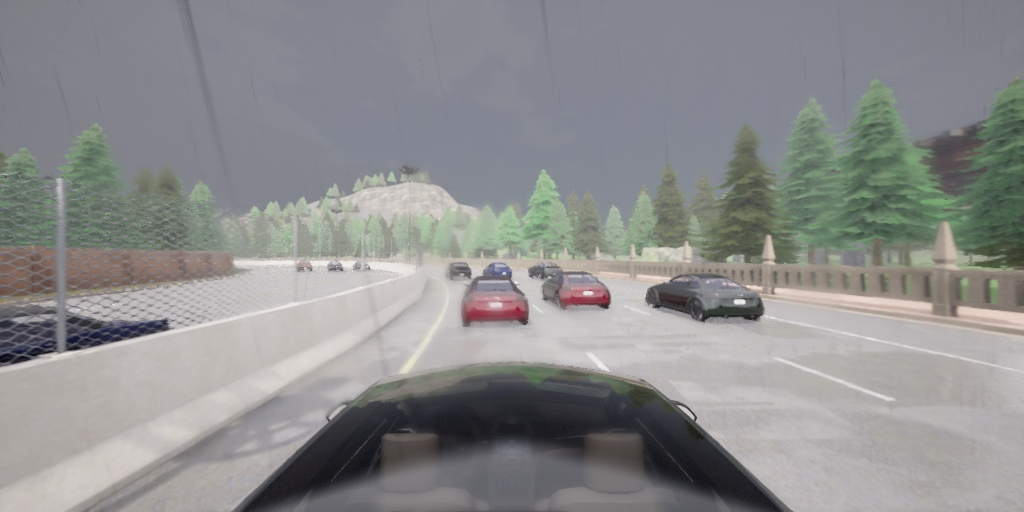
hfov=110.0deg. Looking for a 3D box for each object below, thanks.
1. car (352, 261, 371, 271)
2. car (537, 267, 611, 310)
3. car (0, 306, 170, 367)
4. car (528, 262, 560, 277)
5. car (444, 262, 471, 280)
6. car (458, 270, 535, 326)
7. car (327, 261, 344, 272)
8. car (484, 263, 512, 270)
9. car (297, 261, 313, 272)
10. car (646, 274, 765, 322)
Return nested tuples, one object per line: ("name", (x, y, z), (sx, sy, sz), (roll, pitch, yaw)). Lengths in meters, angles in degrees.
("car", (-21.418, 1.399, 51.096), (1.812, 1.442, 4.674), (0, 0, -31))
("car", (2.511, 1.313, 14.879), (1.994, 1.385, 4.181), (0, 0, -7))
("car", (-7.187, 1.382, 4.337), (1.895, 1.301, 4.718), (0, 0, -2))
("car", (2.771, 1.251, 30.799), (2.128, 1.511, 4.902), (0, 0, -15))
("car", (-4.776, 1.296, 31.621), (1.837, 1.490, 4.892), (0, 0, -17))
("car", (-0.645, 1.324, 11.825), (1.994, 1.385, 4.181), (0, 0, -6))
("car", (-23.983, 1.430, 48.630), (2.033, 1.411, 5.357), (0, 0, -30))
("car", (-1.315, 1.303, 32.213), (1.812, 1.442, 4.674), (0, 0, -17))
("car", (-28.363, 1.378, 48.967), (1.882, 1.535, 5.008), (0, 0, -33))
("car", (6.329, 1.296, 12.287), (1.994, 1.385, 4.181), (0, 0, -6))
